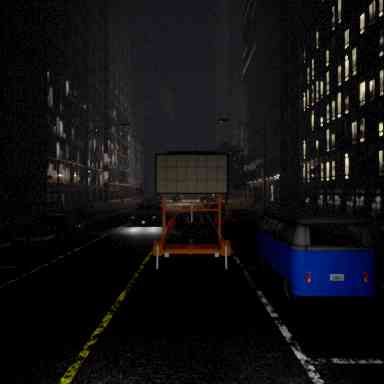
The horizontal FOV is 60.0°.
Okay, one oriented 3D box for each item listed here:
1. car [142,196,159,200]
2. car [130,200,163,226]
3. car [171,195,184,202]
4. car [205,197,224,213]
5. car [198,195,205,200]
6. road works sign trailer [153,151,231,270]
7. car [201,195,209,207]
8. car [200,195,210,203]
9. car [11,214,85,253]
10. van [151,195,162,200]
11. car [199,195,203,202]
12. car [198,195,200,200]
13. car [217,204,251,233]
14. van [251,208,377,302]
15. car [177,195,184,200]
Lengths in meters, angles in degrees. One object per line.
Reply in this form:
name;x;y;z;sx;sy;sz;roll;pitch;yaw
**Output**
car;-5.715;1.548;42.157;2.008;1.369;4.403;0;0;0
car;-3.116;1.547;23.976;2.033;1.411;5.357;0;0;0
car;-3.082;1.475;64.340;1.837;1.490;4.892;0;0;1
car;2.669;1.581;36.466;1.802;1.307;4.206;0;0;0
car;2.638;1.462;93.390;1.887;1.381;4.507;0;0;0
road works sign trailer;-0.006;0.464;11.021;2.380;3.560;2.880;0;0;0
car;2.663;1.544;47.850;2.008;1.369;4.403;0;0;0
car;2.650;1.401;70.620;1.967;1.590;4.097;0;0;0
car;-5.699;1.581;13.693;1.802;1.307;4.206;0;0;0
van;-5.721;1.328;53.542;1.690;1.788;3.998;0;0;0
car;2.660;1.538;53.543;2.008;1.369;4.403;0;0;0
car;2.654;1.410;64.928;1.967;1.590;4.097;0;0;0
car;2.679;1.581;19.388;1.802;1.307;4.206;0;0;0
van;2.686;1.341;8.004;1.690;1.788;3.998;0;0;0
car;-3.052;1.454;88.353;1.812;1.442;4.674;0;0;0
